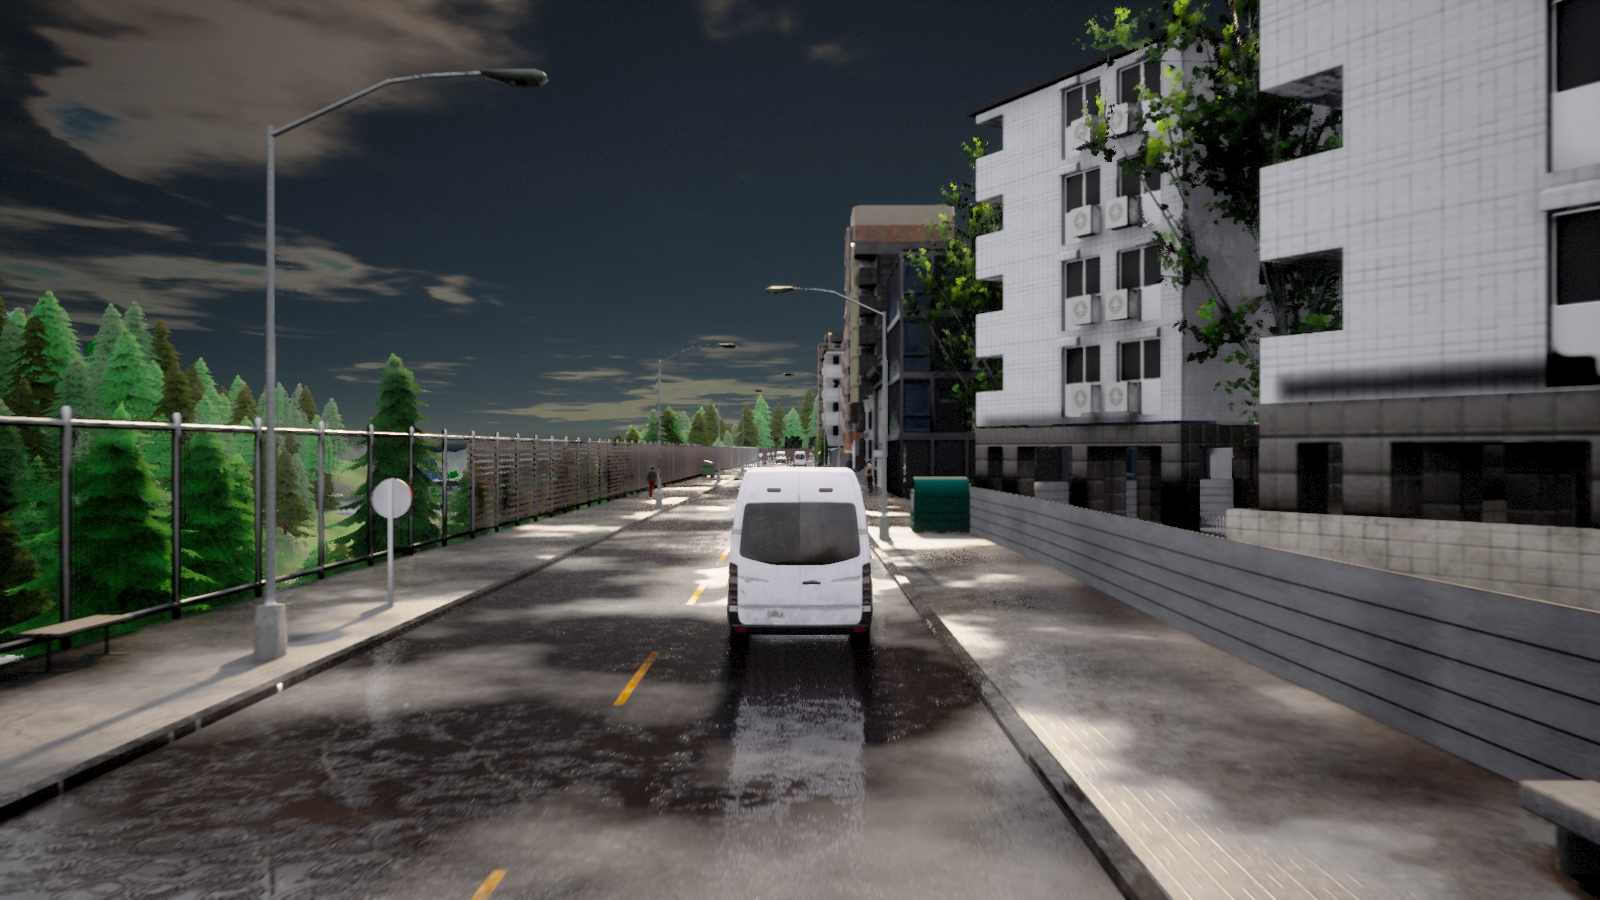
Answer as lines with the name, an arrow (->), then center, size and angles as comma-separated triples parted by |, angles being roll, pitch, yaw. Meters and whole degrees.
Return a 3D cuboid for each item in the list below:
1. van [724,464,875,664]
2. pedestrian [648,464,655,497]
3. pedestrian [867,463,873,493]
van -> -0.005, 1.534, 17.952 | 1.988, 2.561, 5.915 | 0, 0, 0
pedestrian -> -8.476, 1.745, 65.176 | 0.375, 1.860, 0.375 | 0, 0, 1
pedestrian -> 4.416, 1.744, 72.021 | 0.375, 1.860, 0.375 | 0, 0, -3
